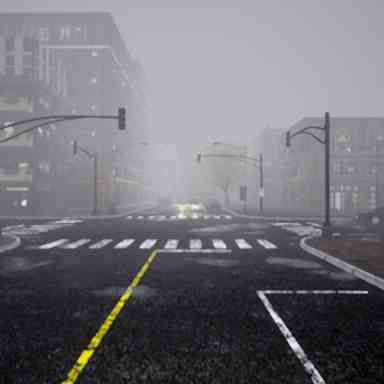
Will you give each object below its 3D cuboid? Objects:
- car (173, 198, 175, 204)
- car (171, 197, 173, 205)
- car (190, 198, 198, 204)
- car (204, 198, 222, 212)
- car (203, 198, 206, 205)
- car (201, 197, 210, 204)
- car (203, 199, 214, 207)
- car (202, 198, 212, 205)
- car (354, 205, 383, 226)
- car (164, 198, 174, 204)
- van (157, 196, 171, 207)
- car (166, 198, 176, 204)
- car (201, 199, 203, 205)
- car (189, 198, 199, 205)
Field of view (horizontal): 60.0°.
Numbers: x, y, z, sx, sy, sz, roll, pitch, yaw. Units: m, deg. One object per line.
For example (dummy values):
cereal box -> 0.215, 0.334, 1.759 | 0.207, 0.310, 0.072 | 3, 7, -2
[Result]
car -> -5.272, 1.872, 71.714 | 2.192, 1.841, 5.009 | 0, 0, 0
car -> -5.305, 2.088, 66.015 | 1.802, 1.307, 4.206 | 0, 0, 0
car -> 0.471, 2.073, 80.383 | 1.812, 1.442, 4.674 | 0, -1, 0
car -> 2.942, 1.867, 43.179 | 2.008, 1.369, 4.403 | 0, 0, 0
car -> 2.975, 1.803, 48.876 | 1.967, 1.590, 4.097 | 0, 0, 0
car -> 3.142, 2.050, 77.359 | 1.967, 1.590, 4.097 | 0, -1, 0
car -> 3.042, 2.040, 60.268 | 1.802, 1.307, 4.206 | 0, 0, 0
car -> 3.109, 2.109, 71.661 | 2.008, 1.369, 4.403 | 0, -1, 0
car -> 14.965, 1.750, 25.427 | 4.892, 1.490, 1.837 | 0, 0, -2
car -> -5.238, 2.175, 77.409 | 1.947, 1.339, 4.313 | 0, -1, 0
van -> -5.339, 1.798, 60.321 | 1.690, 1.788, 3.998 | 0, 0, 0
car -> -5.205, 2.213, 83.105 | 2.008, 1.369, 4.403 | 0, -1, 0
car -> 3.008, 1.850, 54.572 | 1.967, 1.590, 4.097 | 0, 0, 0
car -> 0.411, 2.010, 69.966 | 1.882, 1.535, 5.008 | 0, -1, 0
